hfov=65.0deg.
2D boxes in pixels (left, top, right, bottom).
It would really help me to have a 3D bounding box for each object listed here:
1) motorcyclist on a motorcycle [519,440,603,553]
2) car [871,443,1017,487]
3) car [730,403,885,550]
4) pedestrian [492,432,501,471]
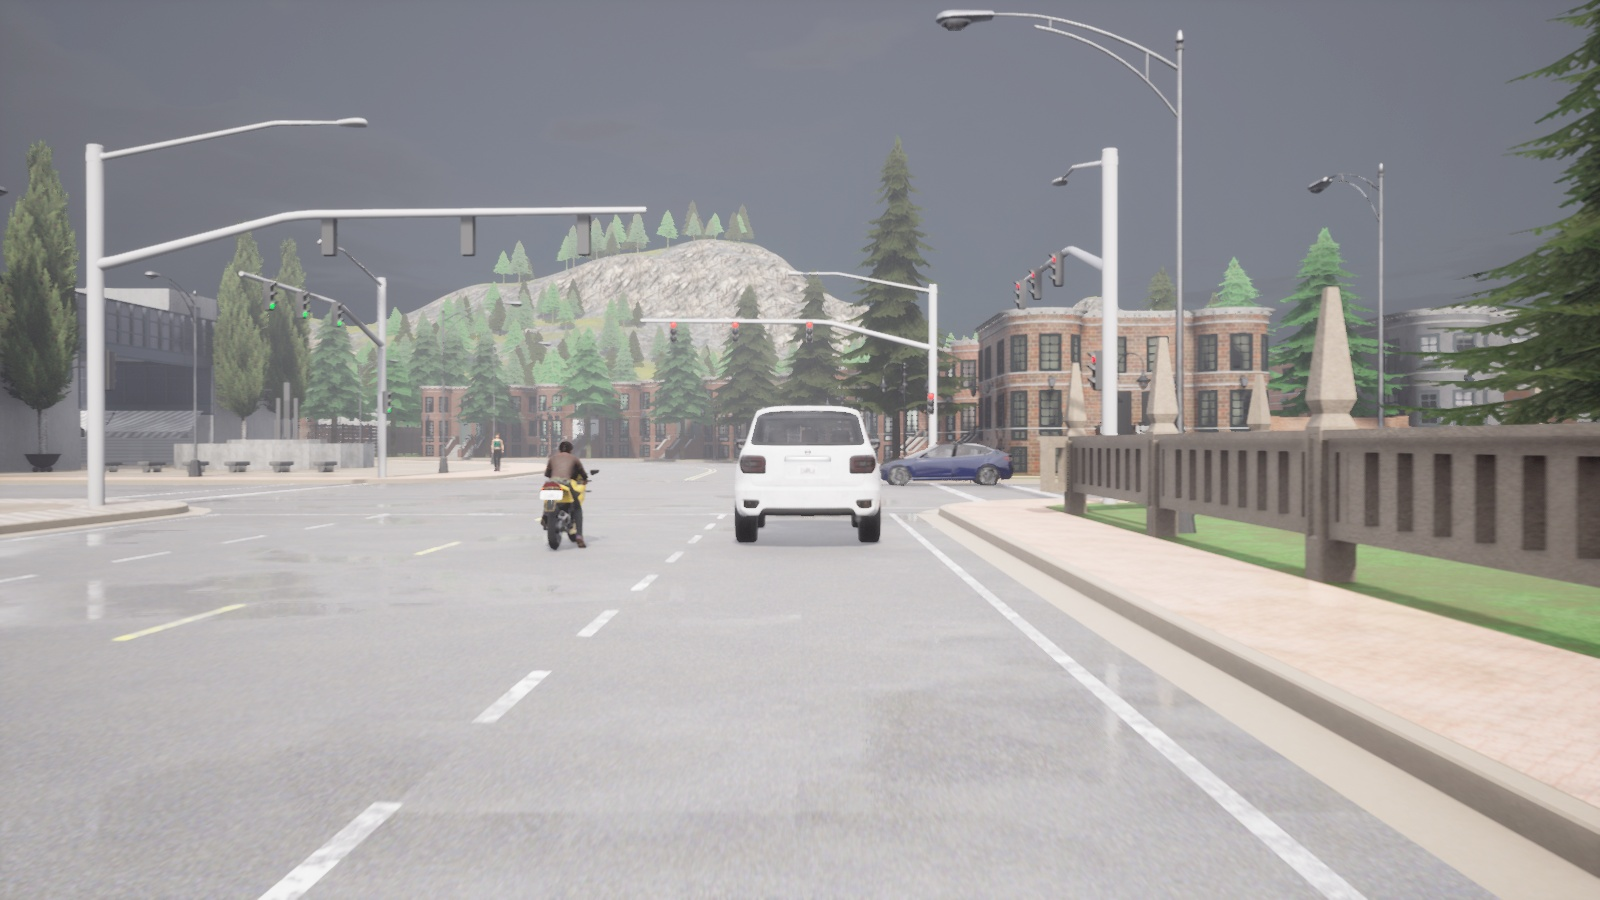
[{"bbox_3d":[-3.383,0.625,17.955,0.797,1.523,2.044,0,0,0],"label":"motorcyclist on a motorcycle"},{"bbox_3d":[4.911,0.506,43.372,4.792,1.488,2.163,0,0,0],"label":"car"},{"bbox_3d":[0.129,0.352,20.197,2.150,2.045,5.566,0,0,0],"label":"car"},{"bbox_3d":[-14.031,0.066,58.106,0.345,1.836,0.594,0,0,-6],"label":"pedestrian"}]
